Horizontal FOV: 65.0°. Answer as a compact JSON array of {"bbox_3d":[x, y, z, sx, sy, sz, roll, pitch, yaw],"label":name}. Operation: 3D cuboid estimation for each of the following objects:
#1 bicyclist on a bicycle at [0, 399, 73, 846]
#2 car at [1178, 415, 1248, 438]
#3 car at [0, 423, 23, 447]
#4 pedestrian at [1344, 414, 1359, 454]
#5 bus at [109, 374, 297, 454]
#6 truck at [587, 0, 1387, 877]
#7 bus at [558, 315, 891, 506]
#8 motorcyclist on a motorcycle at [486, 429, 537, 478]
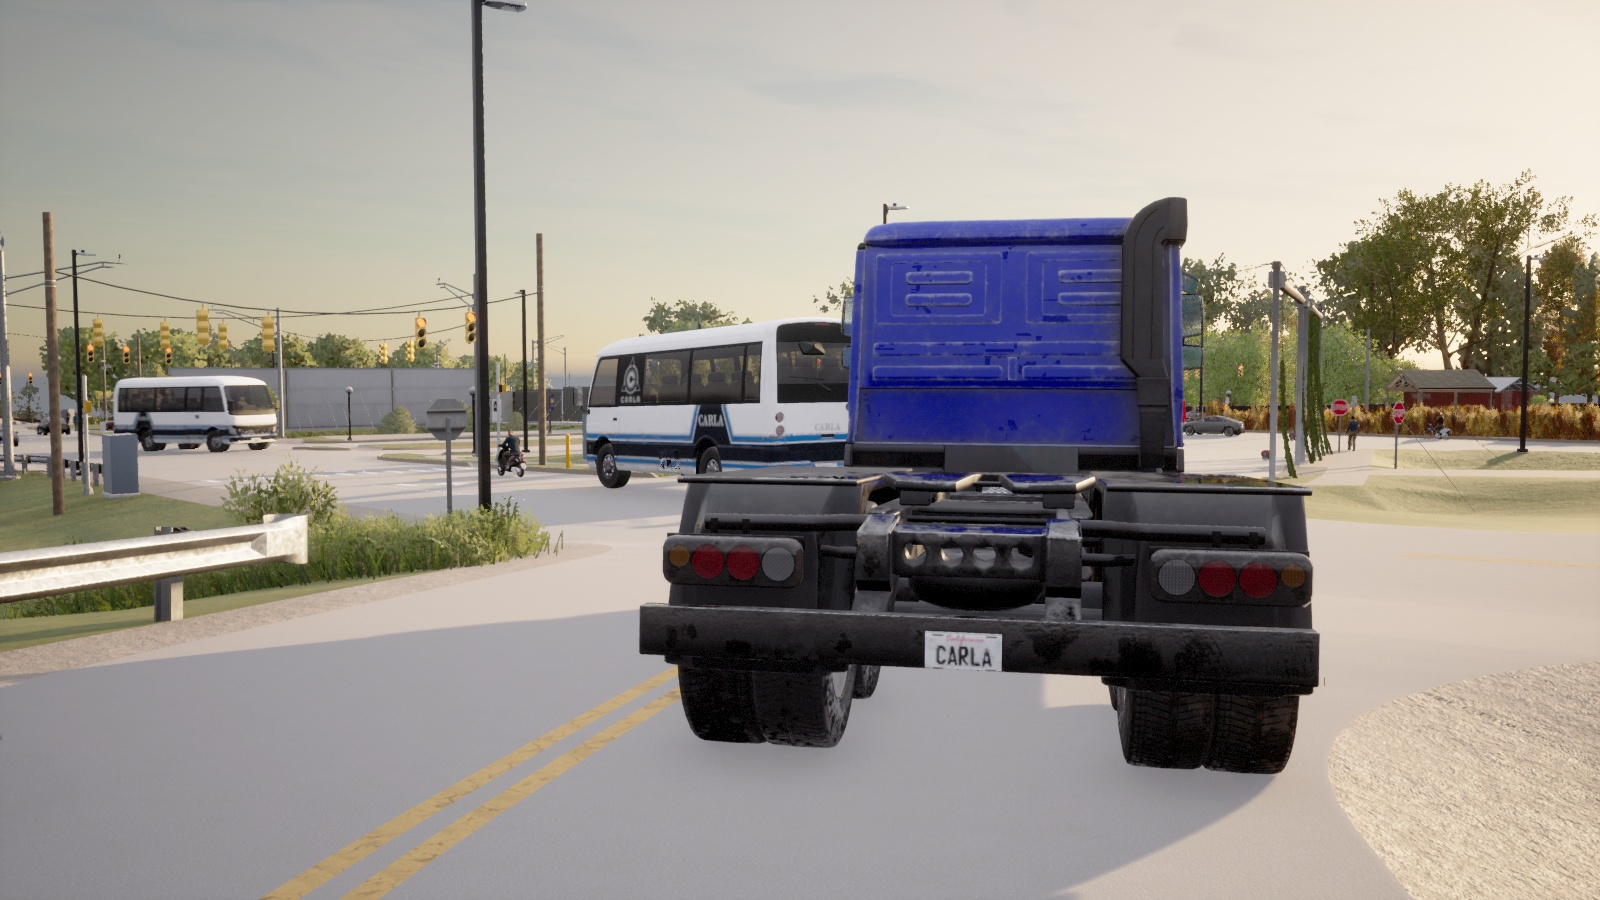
[{"bbox_3d":[-3.383,0.623,4.196,0.866,1.612,1.509,1,1,11],"label":"bicyclist on a bicycle"},{"bbox_3d":[28.309,-1.624,86.094,4.181,1.385,1.994,2,4,37],"label":"car"},{"bbox_3d":[-52.969,-1.008,82.947,2.033,1.411,5.357,-3,3,-39],"label":"car"},{"bbox_3d":[27.519,-0.821,62.638,0.423,1.949,0.788,0,3,5],"label":"pedestrian"},{"bbox_3d":[-33.788,-2.097,71.009,10.273,4.253,3.944,1,4,27],"label":"bus"},{"bbox_3d":[1.377,-0.288,8.546,2.891,3.462,7.936,1,1,11],"label":"truck"},{"bbox_3d":[-2.404,-1.042,33.243,3.944,4.253,10.273,-2,2,-35],"label":"bus"},{"bbox_3d":[-9.696,0.094,42.163,0.866,1.590,1.817,-3,3,-41],"label":"motorcyclist on a motorcycle"}]
